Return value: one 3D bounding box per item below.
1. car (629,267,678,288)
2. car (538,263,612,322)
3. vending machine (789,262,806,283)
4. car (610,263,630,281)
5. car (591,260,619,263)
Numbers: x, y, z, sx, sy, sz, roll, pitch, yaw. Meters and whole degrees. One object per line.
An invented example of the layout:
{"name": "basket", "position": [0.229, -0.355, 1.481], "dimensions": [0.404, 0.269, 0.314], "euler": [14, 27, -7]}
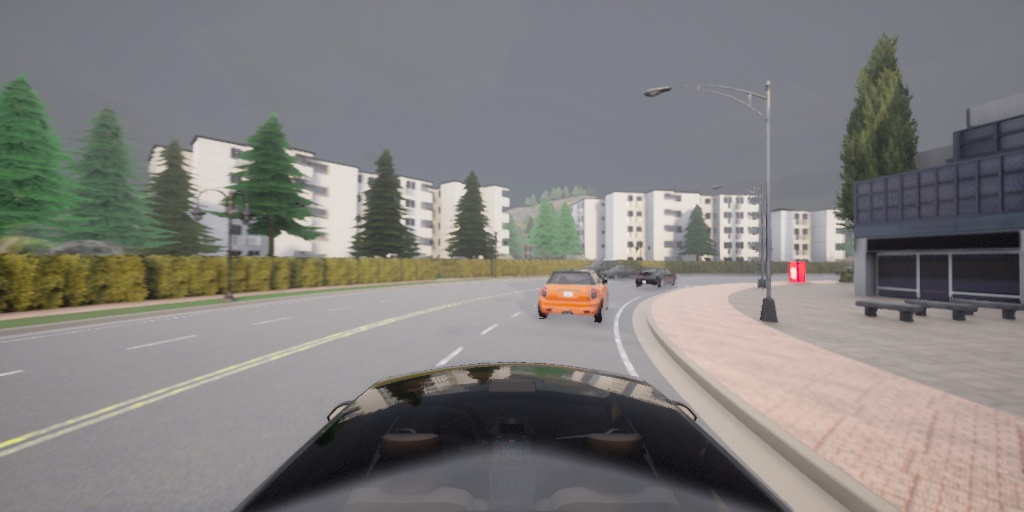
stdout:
{"name": "car", "position": [11.165, 1.637, 27.570], "dimensions": [1.837, 1.490, 4.892], "euler": [-1, -2, 43]}
{"name": "car", "position": [2.427, 1.255, 13.341], "dimensions": [2.097, 1.767, 4.553], "euler": [0, -1, 18]}
{"name": "vending machine", "position": [26.009, 1.496, 32.707], "dimensions": [0.880, 2.100, 1.100], "euler": [0, 0, -22]}
{"name": "car", "position": [10.925, 1.743, 36.892], "dimensions": [4.892, 1.490, 1.837], "euler": [1, -1, -37]}
{"name": "car", "position": [10.078, 1.497, 40.663], "dimensions": [5.566, 2.045, 2.150], "euler": [1, -1, -35]}
